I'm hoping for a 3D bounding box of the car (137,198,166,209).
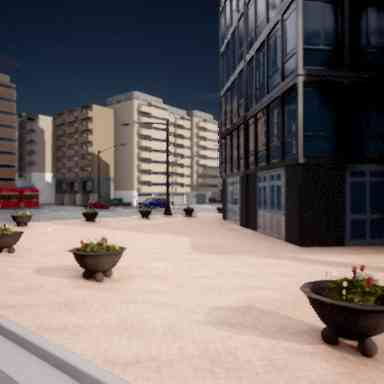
[{"bbox_3d":[-6.953,1.993,57.455,2.150,2.045,5.566,0,-1,38],"label":"car"}]

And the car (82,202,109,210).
[{"bbox_3d":[-15.228,2.200,52.595,1.994,1.385,4.181,0,-1,38],"label":"car"}]
